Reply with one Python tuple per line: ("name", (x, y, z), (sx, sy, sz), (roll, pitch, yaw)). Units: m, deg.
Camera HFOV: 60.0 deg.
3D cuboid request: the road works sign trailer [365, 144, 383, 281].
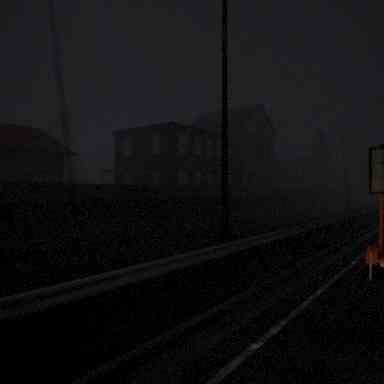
("road works sign trailer", (6.141, 0.447, 8.940), (2.380, 3.560, 2.880), (0, 0, 37))
